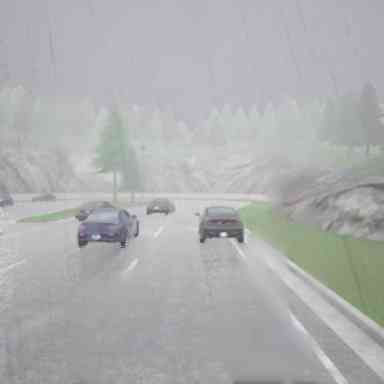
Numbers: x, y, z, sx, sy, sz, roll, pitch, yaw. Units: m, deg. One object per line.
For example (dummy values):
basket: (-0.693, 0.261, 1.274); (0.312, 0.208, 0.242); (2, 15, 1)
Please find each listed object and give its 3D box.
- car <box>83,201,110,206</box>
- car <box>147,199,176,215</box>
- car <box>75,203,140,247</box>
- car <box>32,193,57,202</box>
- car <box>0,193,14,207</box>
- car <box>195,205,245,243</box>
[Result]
car: (-6.767, 1.342, 24.280); (2.033, 1.411, 5.357); (0, 0, 2)
car: (-2.745, 1.308, 30.361); (1.994, 1.385, 4.181); (0, 0, 7)
car: (-3.414, 1.406, 14.122); (1.812, 1.442, 4.674); (0, 0, 0)
car: (-26.083, 1.010, 58.815); (1.837, 1.490, 4.892); (0, 1, 17)
car: (-24.779, 0.989, 42.958); (2.097, 1.767, 4.553); (0, 1, -13)
car: (1.224, 1.377, 15.262); (1.837, 1.490, 4.892); (0, 0, 0)
